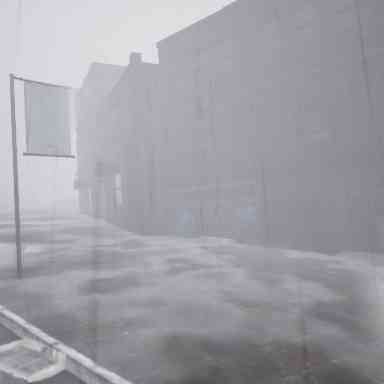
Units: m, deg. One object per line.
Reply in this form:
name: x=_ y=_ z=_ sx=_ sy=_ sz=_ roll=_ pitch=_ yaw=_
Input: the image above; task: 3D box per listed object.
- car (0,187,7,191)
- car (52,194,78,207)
car: x=-47.447 y=-0.645 z=79.379 sx=2.231 sy=1.521 sz=4.892 roll=-4 pitch=-3 yaw=5
car: x=-24.730 y=1.957 z=65.294 sx=2.150 sy=2.045 sz=5.566 roll=-4 pitch=-1 yaw=13
